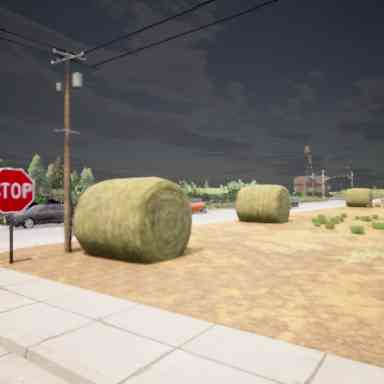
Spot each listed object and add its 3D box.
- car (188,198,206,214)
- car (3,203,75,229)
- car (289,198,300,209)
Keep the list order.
[{"bbox_3d":[-0.559,1.394,33.896,2.097,1.767,4.553,0,0,38],"label":"car"},{"bbox_3d":[-9.823,1.549,22.161,1.837,1.490,4.892,0,0,38],"label":"car"},{"bbox_3d":[13.009,1.530,45.120,1.837,1.490,4.892,0,0,38],"label":"car"}]
